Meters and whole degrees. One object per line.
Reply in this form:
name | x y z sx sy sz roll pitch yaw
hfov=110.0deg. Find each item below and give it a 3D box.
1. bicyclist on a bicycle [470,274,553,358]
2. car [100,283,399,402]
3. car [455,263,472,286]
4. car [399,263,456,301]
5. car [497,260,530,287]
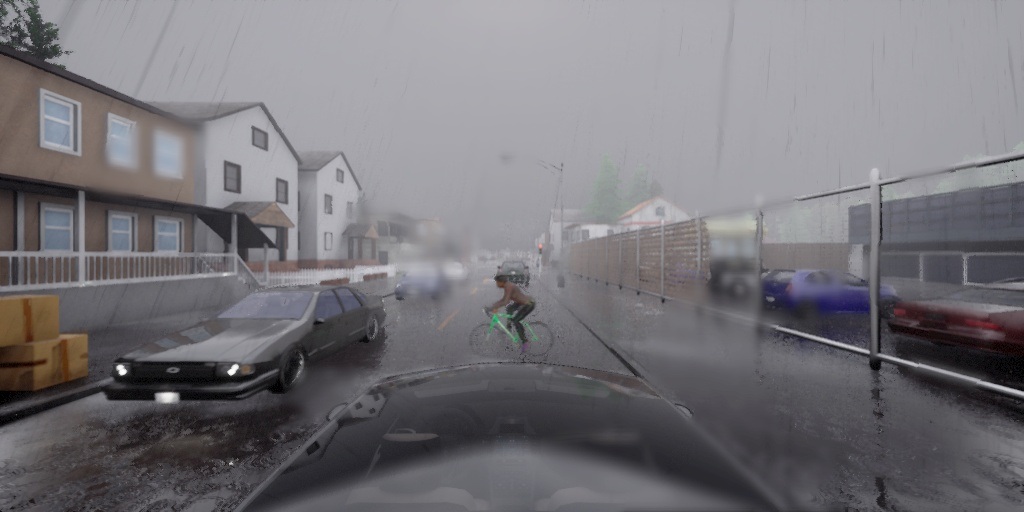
bicyclist on a bicycle | -0.026 1.182 7.017 1.656 1.620 0.582 -2 0 0
car | -4.099 1.290 6.919 2.033 1.411 5.357 0 0 0
car | -4.020 1.238 25.012 1.812 1.442 4.674 0 0 0
car | -4.097 1.250 17.255 1.812 1.442 4.674 0 0 0
car | 0.074 1.065 24.114 2.097 1.767 4.553 0 0 0
